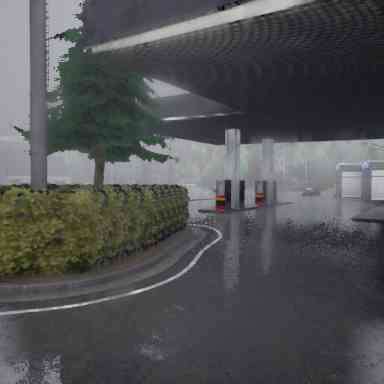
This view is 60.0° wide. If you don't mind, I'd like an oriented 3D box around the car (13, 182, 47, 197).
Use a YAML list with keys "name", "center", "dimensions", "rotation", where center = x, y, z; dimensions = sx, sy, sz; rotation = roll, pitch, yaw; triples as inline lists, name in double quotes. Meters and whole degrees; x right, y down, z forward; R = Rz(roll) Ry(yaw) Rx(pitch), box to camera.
- name: "car"
  center: [-20.719, -0.362, 42.518]
  dimensions: [4.605, 1.855, 1.932]
  rotation: [2, 2, 36]

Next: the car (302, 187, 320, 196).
- name: "car"
  center: [20.159, -0.033, 56.152]
  dimensions: [1.812, 1.442, 4.674]
  rotation: [2, 2, 36]

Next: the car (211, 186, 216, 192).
- name: "car"
  center: [6.319, -0.648, 65.236]
  dimensions: [5.027, 1.636, 2.152]
  rotation: [2, 2, 36]

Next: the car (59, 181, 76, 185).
- name: "car"
  center: [-25.352, -1.186, 65.624]
  dimensions: [3.866, 1.878, 1.905]
  rotation: [2, 2, 36]

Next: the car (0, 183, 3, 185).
- name: "car"
  center: [-32.902, -0.833, 55.301]
  dimensions: [5.027, 1.636, 2.152]
  rotation: [2, 2, 36]

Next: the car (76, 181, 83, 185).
- name: "car"
  center: [-23.970, -1.239, 68.213]
  dimensions: [4.605, 1.855, 1.932]
  rotation: [2, 2, 36]

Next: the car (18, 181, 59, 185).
- name: "car"
  center: [-16.307, -0.104, 35.226]
  dimensions: [3.866, 1.878, 1.905]
  rotation: [2, 2, 36]
